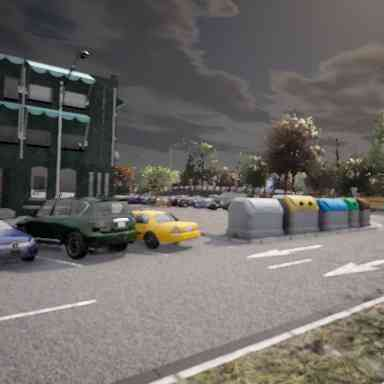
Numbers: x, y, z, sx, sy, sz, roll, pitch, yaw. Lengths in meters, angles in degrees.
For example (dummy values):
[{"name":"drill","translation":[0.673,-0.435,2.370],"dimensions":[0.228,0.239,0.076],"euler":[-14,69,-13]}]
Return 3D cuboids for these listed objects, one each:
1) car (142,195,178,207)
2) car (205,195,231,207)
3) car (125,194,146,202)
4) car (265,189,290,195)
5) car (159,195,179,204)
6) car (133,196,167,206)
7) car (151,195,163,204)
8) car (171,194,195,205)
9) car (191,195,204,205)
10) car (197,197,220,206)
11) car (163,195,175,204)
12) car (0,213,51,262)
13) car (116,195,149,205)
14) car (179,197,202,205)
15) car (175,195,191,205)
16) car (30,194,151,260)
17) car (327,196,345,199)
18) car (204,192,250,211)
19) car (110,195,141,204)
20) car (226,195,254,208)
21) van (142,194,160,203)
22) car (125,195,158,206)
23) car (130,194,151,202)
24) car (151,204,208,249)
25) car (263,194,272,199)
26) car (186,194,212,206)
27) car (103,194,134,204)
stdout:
[{"name":"car","translation":[-4.400,1.283,46.560],"dimensions":[2.231,1.521,4.892],"euler":[0,-1,35]},{"name":"car","translation":[5.008,1.652,62.780],"dimensions":[2.435,2.045,5.566],"euler":[1,-2,35]},{"name":"car","translation":[-15.687,1.657,92.572],"dimensions":[2.435,2.045,5.566],"euler":[1,-2,35]},{"name":"car","translation":[15.376,0.162,60.000],"dimensions":[1.837,1.490,4.892],"euler":[3,3,-34]},{"name":"car","translation":[-5.377,1.779,77.624],"dimensions":[2.185,1.767,4.553],"euler":[1,-2,35]},{"name":"car","translation":[-6.101,1.311,48.969],"dimensions":[2.163,1.488,4.792],"euler":[1,-1,35]},{"name":"car","translation":[-2.615,1.282,44.289],"dimensions":[1.946,1.575,5.366],"euler":[0,-1,35]},{"name":"car","translation":[-1.889,1.655,72.710],"dimensions":[2.435,2.045,5.566],"euler":[1,-2,35]},{"name":"car","translation":[2.346,1.318,36.843],"dimensions":[2.002,1.452,4.674],"euler":[1,-1,35]},{"name":"car","translation":[3.240,1.903,65.229],"dimensions":[2.231,1.521,4.892],"euler":[1,-2,35]},{"name":"car","translation":[-1.046,1.154,41.682],"dimensions":[2.185,1.767,4.553],"euler":[0,-1,35]},{"name":"car","translation":[-7.001,1.508,10.934],"dimensions":[4.674,1.452,2.002],"euler":[-1,-1,35]},{"name":"car","translation":[-9.564,1.277,53.702],"dimensions":[1.946,1.575,5.366],"euler":[1,-1,35]},{"name":"car","translation":[-0.296,1.892,70.042],"dimensions":[1.946,1.575,5.366],"euler":[2,-2,35]},{"name":"car","translation":[0.656,1.280,39.270],"dimensions":[2.231,1.521,4.892],"euler":[0,-1,35]},{"name":"car","translation":[-4.567,1.227,12.691],"dimensions":[5.566,2.045,2.435],"euler":[-1,-1,35]},{"name":"car","translation":[18.787,1.645,42.922],"dimensions":[2.435,2.045,5.566],"euler":[1,-2,35]},{"name":"car","translation":[4.030,1.026,34.390],"dimensions":[2.435,2.045,5.566],"euler":[1,-1,35]},{"name":"car","translation":[-11.154,1.284,56.291],"dimensions":[2.097,1.535,5.008],"euler":[1,-1,35]},{"name":"car","translation":[8.423,1.648,57.765],"dimensions":[2.435,2.045,5.566],"euler":[2,-2,35]},{"name":"van","translation":[-10.460,1.687,85.194],"dimensions":[1.878,1.987,4.442],"euler":[1,-2,35]},{"name":"car","translation":[-7.770,1.283,51.422],"dimensions":[2.097,1.535,5.008],"euler":[0,-1,35]},{"name":"car","translation":[-13.975,1.655,90.035],"dimensions":[2.435,2.045,5.566],"euler":[2,-2,35]},{"name":"car","translation":[-2.226,1.482,14.531],"dimensions":[5.366,1.575,1.946],"euler":[-1,-1,35]},{"name":"car","translation":[11.893,1.774,52.846],"dimensions":[2.185,1.767,4.553],"euler":[2,-2,35]},{"name":"car","translation":[1.520,1.651,67.696],"dimensions":[2.435,2.045,5.566],"euler":[1,-2,35]},{"name":"car","translation":[-12.938,1.279,58.563],"dimensions":[1.946,1.575,5.366],"euler":[1,-1,35]}]
